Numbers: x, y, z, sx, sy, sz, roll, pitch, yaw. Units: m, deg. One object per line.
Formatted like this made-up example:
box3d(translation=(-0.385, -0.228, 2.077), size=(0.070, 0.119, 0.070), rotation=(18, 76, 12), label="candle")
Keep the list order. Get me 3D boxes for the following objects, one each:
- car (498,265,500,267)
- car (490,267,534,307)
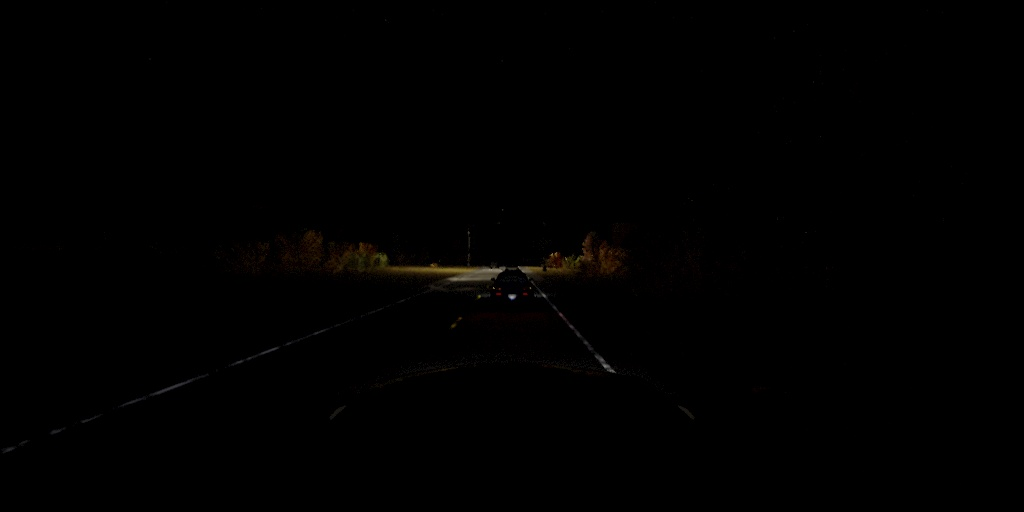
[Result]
box3d(translation=(0.016, 1.600, 31.147), size=(1.994, 1.385, 4.181), rotation=(0, -1, 0), label="car")
box3d(translation=(0.010, 1.415, 16.234), size=(1.812, 1.442, 4.674), rotation=(0, 0, 0), label="car")
